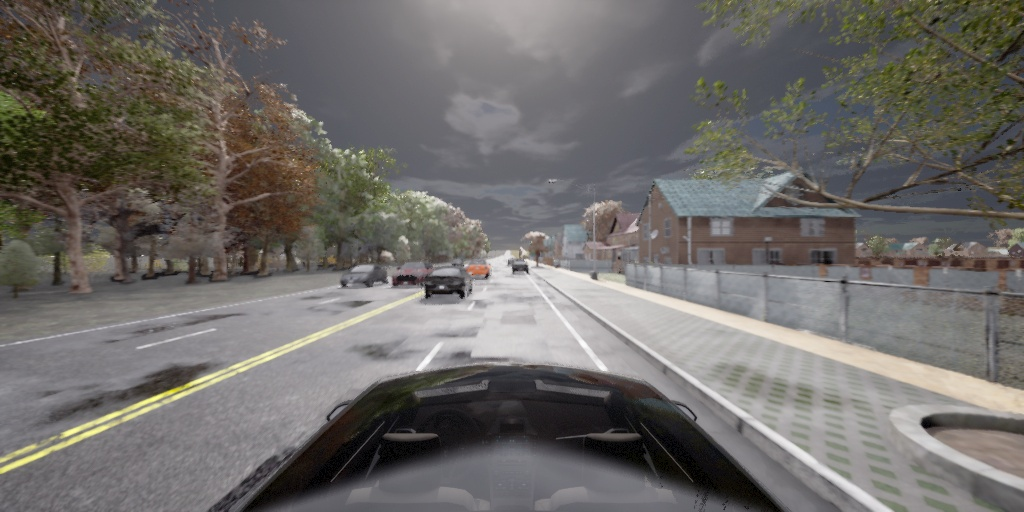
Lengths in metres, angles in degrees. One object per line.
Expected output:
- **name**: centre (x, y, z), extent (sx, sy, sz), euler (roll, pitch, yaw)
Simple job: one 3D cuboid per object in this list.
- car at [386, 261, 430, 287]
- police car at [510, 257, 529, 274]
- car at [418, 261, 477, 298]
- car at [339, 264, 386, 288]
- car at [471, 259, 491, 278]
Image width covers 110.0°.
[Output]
- **car**: centre (-6.594, 1.119, 24.496), extent (2.097, 1.767, 4.553), euler (0, 0, 0)
- **police car**: centre (0.971, 1.199, 41.764), extent (1.930, 1.638, 5.238), euler (0, 0, 0)
- **car**: centre (-3.152, 1.241, 18.572), extent (1.882, 1.535, 5.008), euler (0, 0, 0)
- **car**: centre (-9.845, 1.291, 24.271), extent (1.812, 1.442, 4.674), euler (0, 0, 0)
- **car**: centre (-3.153, 1.122, 34.678), extent (2.097, 1.767, 4.553), euler (0, 0, 0)
